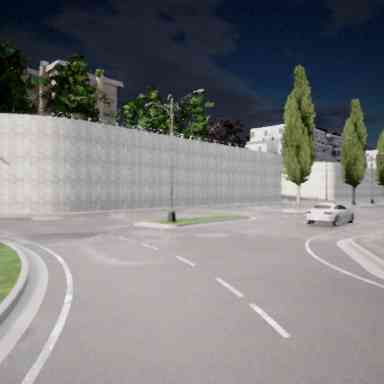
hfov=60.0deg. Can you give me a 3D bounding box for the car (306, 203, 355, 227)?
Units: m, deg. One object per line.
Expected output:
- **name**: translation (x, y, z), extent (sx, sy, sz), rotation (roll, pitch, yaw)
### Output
- **car**: translation (9.275, 1.433, 22.225), extent (1.812, 1.442, 4.674), rotation (0, 0, 44)
